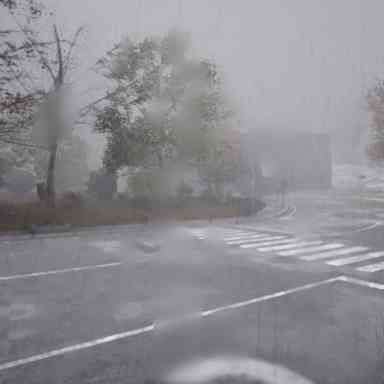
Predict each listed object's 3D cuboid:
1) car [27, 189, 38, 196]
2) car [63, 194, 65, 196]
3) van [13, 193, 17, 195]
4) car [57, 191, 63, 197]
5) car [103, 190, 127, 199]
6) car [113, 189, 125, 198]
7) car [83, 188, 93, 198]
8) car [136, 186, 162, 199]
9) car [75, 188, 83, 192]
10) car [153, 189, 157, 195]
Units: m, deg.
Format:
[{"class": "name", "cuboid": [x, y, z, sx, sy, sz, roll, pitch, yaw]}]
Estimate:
[{"class": "car", "cuboid": [-37.995, 0.196, 81.765, 2.097, 1.535, 5.008, 0, 2, 19]}, {"class": "car", "cuboid": [-24.036, 0.171, 70.638, 2.435, 2.045, 5.566, 0, 2, 18]}, {"class": "van", "cuboid": [-42.616, -0.110, 85.416, 1.878, 1.987, 4.442, 0, 2, 19]}, {"class": "car", "cuboid": [-28.708, 0.363, 74.343, 2.097, 1.535, 5.008, 0, 2, 18]}, {"class": "car", "cuboid": [-14.609, 0.415, 63.275, 1.946, 1.575, 5.366, -1, 2, 17]}, {"class": "car", "cuboid": [-12.197, 0.259, 61.646, 2.185, 1.767, 4.553, -2, 1, 16]}, {"class": "car", "cuboid": [-19.305, 0.311, 67.073, 2.185, 1.767, 4.553, -1, 2, 17]}, {"class": "car", "cuboid": [-7.414, 0.062, 58.113, 2.435, 2.045, 5.566, -1, 1, 16]}, {"class": "car", "cuboid": [-21.677, 0.465, 68.828, 2.163, 1.488, 4.792, 0, 2, 17]}, {"class": "car", "cuboid": [-4.997, 0.277, 56.399, 2.231, 1.521, 4.892, -1, 1, 16]}]
